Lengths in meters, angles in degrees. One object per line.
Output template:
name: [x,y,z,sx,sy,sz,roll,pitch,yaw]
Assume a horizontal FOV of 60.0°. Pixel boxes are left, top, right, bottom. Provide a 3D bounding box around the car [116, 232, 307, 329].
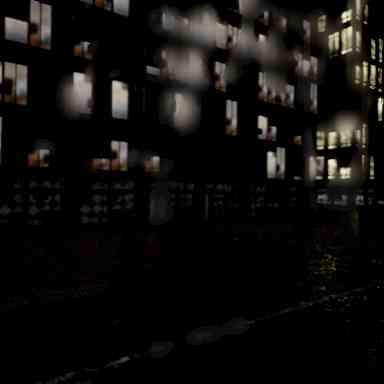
car: [0.613,1.577,6.954,4.313,1.339,1.947,1,0,-35]
